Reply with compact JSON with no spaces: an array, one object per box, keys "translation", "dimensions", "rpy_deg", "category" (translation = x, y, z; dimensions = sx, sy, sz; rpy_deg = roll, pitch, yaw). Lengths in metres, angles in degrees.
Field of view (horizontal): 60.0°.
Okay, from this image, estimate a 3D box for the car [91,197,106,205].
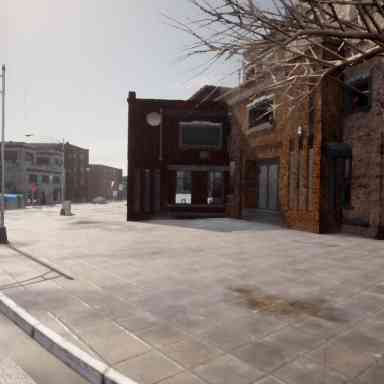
[{"translation":[-19.099,1.819,68.289],"dimensions":[1.837,1.490,4.892],"rpy_deg":[1,-1,2],"category":"car"}]
